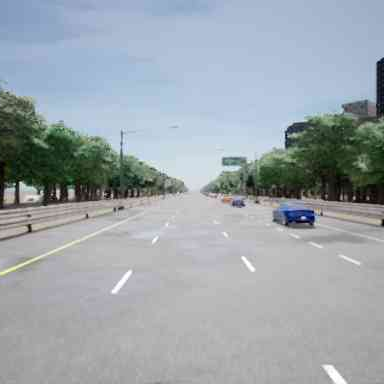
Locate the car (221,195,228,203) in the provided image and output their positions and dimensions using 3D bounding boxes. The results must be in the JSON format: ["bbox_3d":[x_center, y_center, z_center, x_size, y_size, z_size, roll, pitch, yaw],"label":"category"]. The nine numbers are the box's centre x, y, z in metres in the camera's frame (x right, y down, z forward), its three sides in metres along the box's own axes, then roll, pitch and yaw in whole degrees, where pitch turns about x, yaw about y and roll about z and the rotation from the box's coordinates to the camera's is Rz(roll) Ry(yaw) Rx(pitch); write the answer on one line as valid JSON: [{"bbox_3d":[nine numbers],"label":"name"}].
[{"bbox_3d":[7.252,1.367,70.425,2.097,1.767,4.553,0,0,0],"label":"car"}]

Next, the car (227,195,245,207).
[{"bbox_3d":[7.137,1.552,52.666,1.812,1.442,4.674,0,0,0],"label":"car"}]

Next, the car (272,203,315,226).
[{"bbox_3d":[7.024,1.505,23.423,1.882,1.535,5.008,0,0,0],"label":"car"}]
